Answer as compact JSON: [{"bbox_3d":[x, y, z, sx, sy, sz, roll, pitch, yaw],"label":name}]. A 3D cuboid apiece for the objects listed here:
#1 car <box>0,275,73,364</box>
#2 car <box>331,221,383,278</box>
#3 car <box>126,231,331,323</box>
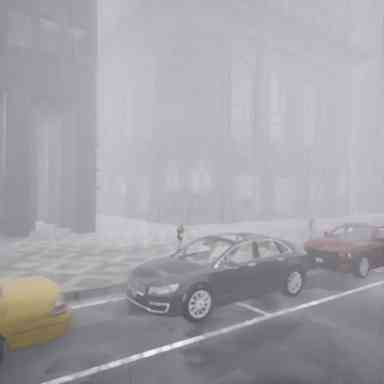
[{"bbox_3d":[-3.964,1.515,3.822,4.829,1.417,1.752,1,0,-35],"label":"car"},{"bbox_3d":[5.328,1.642,10.437,4.507,1.381,1.887,1,0,-35],"label":"car"},{"bbox_3d":[0.756,1.594,7.183,4.403,1.369,2.008,1,0,-35],"label":"car"}]
